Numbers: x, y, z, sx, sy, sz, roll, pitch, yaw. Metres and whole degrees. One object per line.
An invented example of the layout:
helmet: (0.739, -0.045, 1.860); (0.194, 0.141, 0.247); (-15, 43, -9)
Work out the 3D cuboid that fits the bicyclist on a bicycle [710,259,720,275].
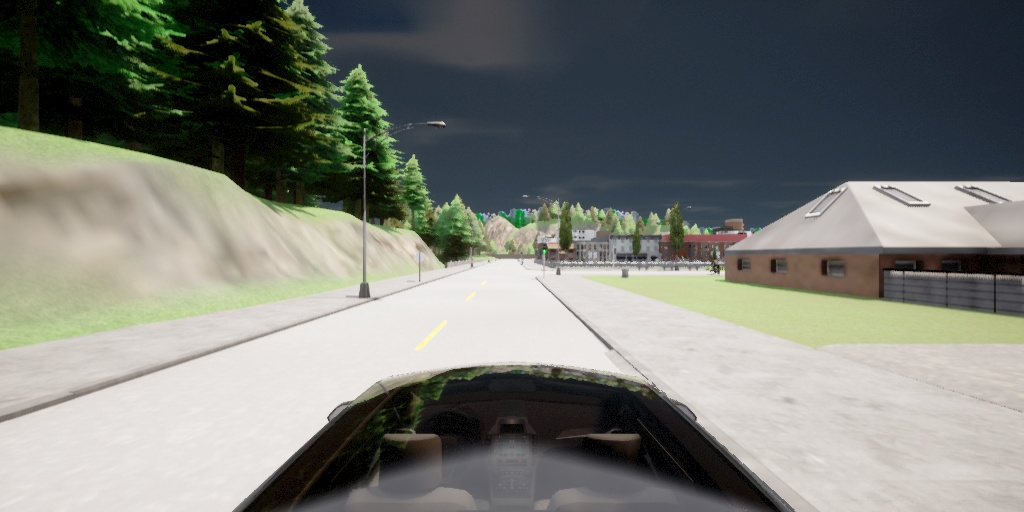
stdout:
bicyclist on a bicycle: (20.182, 1.076, 35.696); (0.582, 1.620, 1.656); (0, 0, 0)
